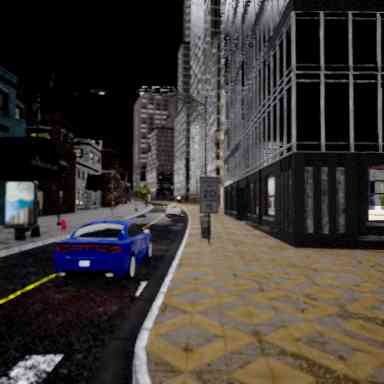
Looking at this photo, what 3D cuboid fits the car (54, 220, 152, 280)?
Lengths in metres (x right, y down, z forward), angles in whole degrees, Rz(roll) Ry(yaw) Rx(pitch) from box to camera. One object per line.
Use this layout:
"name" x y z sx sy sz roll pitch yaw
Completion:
"car" -2.473 1.595 10.358 1.882 1.535 5.008 0 -1 2

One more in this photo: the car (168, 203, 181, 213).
"car" -2.739 2.442 51.494 1.882 1.535 5.008 0 -1 -3

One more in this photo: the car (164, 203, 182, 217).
"car" -2.328 2.288 41.324 1.812 1.442 4.674 0 -1 -1
